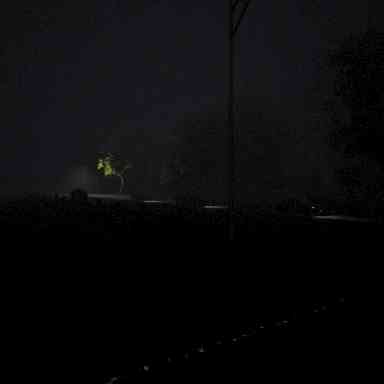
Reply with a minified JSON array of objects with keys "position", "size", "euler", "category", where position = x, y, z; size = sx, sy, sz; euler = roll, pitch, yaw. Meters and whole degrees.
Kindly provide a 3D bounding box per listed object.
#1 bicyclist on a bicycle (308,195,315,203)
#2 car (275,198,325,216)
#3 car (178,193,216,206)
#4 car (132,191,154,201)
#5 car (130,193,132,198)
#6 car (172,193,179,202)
[{"position":[12.758,1.125,35.730],"size":[1.656,1.620,0.582],"euler":[0,1,-33],"category":"bicyclist on a bicycle"},{"position":[9.542,1.256,29.727],"size":[1.812,1.442,4.674],"euler":[0,1,-33],"category":"car"},{"position":[0.834,1.027,43.045],"size":[2.033,1.411,5.357],"euler":[0,1,-33],"category":"car"},{"position":[-8.149,0.807,56.948],"size":[1.994,1.385,4.181],"euler":[0,1,-33],"category":"car"},{"position":[-10.712,0.553,66.062],"size":[2.128,1.511,4.902],"euler":[0,1,-33],"category":"car"},{"position":[-1.356,0.815,51.789],"size":[1.882,1.535,5.008],"euler":[0,1,-33],"category":"car"}]
